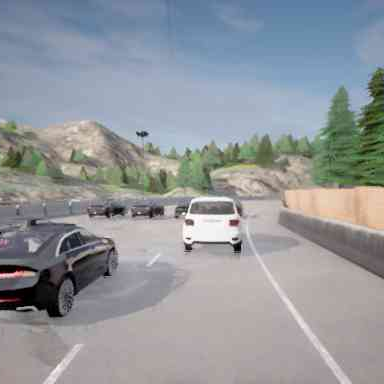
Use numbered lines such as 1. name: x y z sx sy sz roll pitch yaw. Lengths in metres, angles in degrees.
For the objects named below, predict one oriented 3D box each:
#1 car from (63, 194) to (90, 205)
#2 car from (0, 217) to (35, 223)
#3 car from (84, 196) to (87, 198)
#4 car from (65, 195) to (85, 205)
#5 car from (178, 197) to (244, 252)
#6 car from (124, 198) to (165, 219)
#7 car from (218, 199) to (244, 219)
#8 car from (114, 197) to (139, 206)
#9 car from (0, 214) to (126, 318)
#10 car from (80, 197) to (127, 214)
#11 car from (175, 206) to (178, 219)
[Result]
1. car: -20.670 1.327 59.669 2.097 1.767 4.553 0 0 20
2. car: -6.219 1.591 12.677 1.895 1.301 4.718 0 0 5
3. car: -15.097 1.550 54.448 1.994 1.385 4.181 0 0 19
4. car: -18.584 1.504 55.115 1.812 1.442 4.674 0 0 19
5. car: 0.952 1.230 14.108 2.150 2.045 5.566 0 0 6
6. car: -3.764 1.495 29.157 2.128 1.511 4.902 0 0 11
7. car: 3.736 1.499 30.774 1.882 1.535 5.008 0 0 13
8. car: -10.947 1.598 55.710 1.895 1.301 4.718 0 0 20
9. car: -3.086 1.487 7.407 2.128 1.511 4.902 0 0 3
10. car: -7.338 1.486 29.121 2.128 1.511 4.902 0 0 11
11. car: -0.184 1.517 29.250 1.837 1.490 4.892 0 0 11
